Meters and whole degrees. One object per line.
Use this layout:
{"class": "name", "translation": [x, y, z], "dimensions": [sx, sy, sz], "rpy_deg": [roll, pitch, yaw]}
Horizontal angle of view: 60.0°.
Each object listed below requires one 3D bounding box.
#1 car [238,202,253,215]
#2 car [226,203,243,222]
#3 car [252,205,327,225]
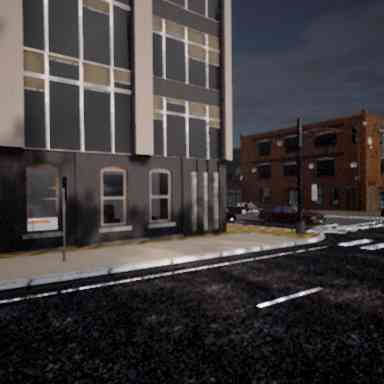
{"class": "car", "translation": [5.542, 1.848, 38.351], "dimensions": [2.008, 1.369, 4.403], "rpy_deg": [-2, 0, -37]}
{"class": "car", "translation": [1.927, 1.886, 28.754], "dimensions": [1.947, 1.339, 4.313], "rpy_deg": [-2, 0, -37]}
{"class": "car", "translation": [7.576, 1.742, 25.779], "dimensions": [2.033, 1.411, 5.357], "rpy_deg": [-1, 0, -37]}
